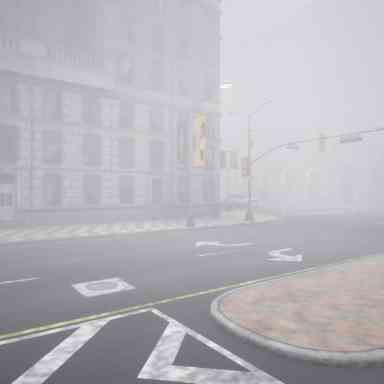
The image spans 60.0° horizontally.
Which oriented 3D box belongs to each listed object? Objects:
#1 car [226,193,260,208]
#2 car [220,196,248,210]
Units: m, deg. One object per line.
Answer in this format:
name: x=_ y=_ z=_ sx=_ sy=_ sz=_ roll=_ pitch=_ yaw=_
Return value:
car: x=6.897 y=1.221 z=46.378 sx=2.150 sy=2.045 sz=5.566 roll=0 pitch=0 yaw=-37
car: x=4.725 y=1.564 z=43.414 sx=1.994 sy=1.385 sz=4.181 roll=0 pitch=0 yaw=-36
